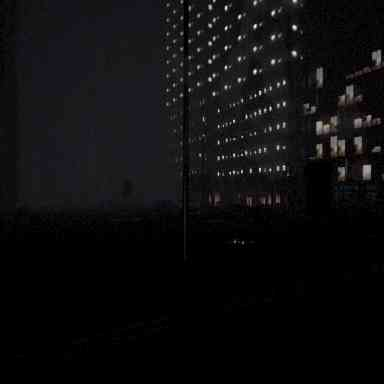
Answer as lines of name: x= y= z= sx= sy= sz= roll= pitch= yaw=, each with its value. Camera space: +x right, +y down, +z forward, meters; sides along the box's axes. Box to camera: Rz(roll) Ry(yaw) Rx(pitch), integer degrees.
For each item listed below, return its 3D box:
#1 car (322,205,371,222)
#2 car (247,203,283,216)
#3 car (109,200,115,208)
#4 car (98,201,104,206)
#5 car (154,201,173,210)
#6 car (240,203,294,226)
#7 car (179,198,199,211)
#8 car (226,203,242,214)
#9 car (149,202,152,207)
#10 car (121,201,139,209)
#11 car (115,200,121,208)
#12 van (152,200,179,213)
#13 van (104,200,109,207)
car: x=13.580 y=1.854 z=29.584 sx=2.008 sy=1.369 sz=4.403 roll=-1 pitch=-1 yaw=-26
car: x=8.671 y=2.068 z=39.705 sx=1.947 sy=1.339 sz=4.313 roll=-1 pitch=-1 yaw=-26
car: x=-16.050 y=2.731 z=71.472 sx=1.887 sy=1.381 sz=4.507 roll=-1 pitch=-1 yaw=-26
car: x=-23.412 y=3.053 z=86.652 sx=1.887 sy=1.381 sz=4.507 roll=-1 pitch=-1 yaw=-26
car: x=-5.416 y=2.454 z=62.613 sx=1.882 sy=1.535 sz=5.008 roll=0 pitch=-1 yaw=-26
car: x=6.040 y=1.813 z=25.927 sx=2.008 sy=1.369 sz=4.403 roll=-1 pitch=-1 yaw=-26
car: x=-0.768 y=2.003 z=53.109 sx=2.150 sy=2.045 sz=5.566 roll=0 pitch=-1 yaw=-25
car: x=6.217 y=2.168 z=44.766 sx=1.947 sy=1.339 sz=4.313 roll=-1 pitch=-1 yaw=-26
car: x=-8.509 y=2.808 z=75.128 sx=1.802 sy=1.307 sz=4.206 roll=-1 pitch=-1 yaw=-26
car: x=-11.141 y=2.525 z=61.351 sx=2.008 sy=1.369 sz=4.403 roll=-1 pitch=-1 yaw=-26
car: x=-13.522 y=2.602 z=66.259 sx=1.752 sy=1.417 sz=4.829 roll=-1 pitch=-1 yaw=-26
van: x=-3.782 y=2.005 z=46.173 sx=1.690 sy=1.788 sz=3.998 roll=-1 pitch=-1 yaw=-26
van: x=-18.508 y=2.634 z=76.534 sx=1.690 sy=1.788 sz=3.998 roll=-1 pitch=-1 yaw=-26
